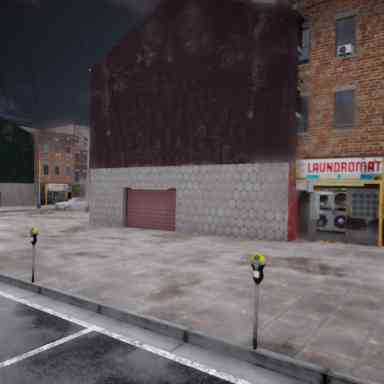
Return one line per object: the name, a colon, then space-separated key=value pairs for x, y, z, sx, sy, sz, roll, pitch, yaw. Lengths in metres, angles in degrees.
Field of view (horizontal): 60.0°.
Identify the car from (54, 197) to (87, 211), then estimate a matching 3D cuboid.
car: x=-13.564 y=1.368 z=38.450 sx=1.812 sy=1.442 sz=4.674 roll=1 pitch=1 yaw=36
